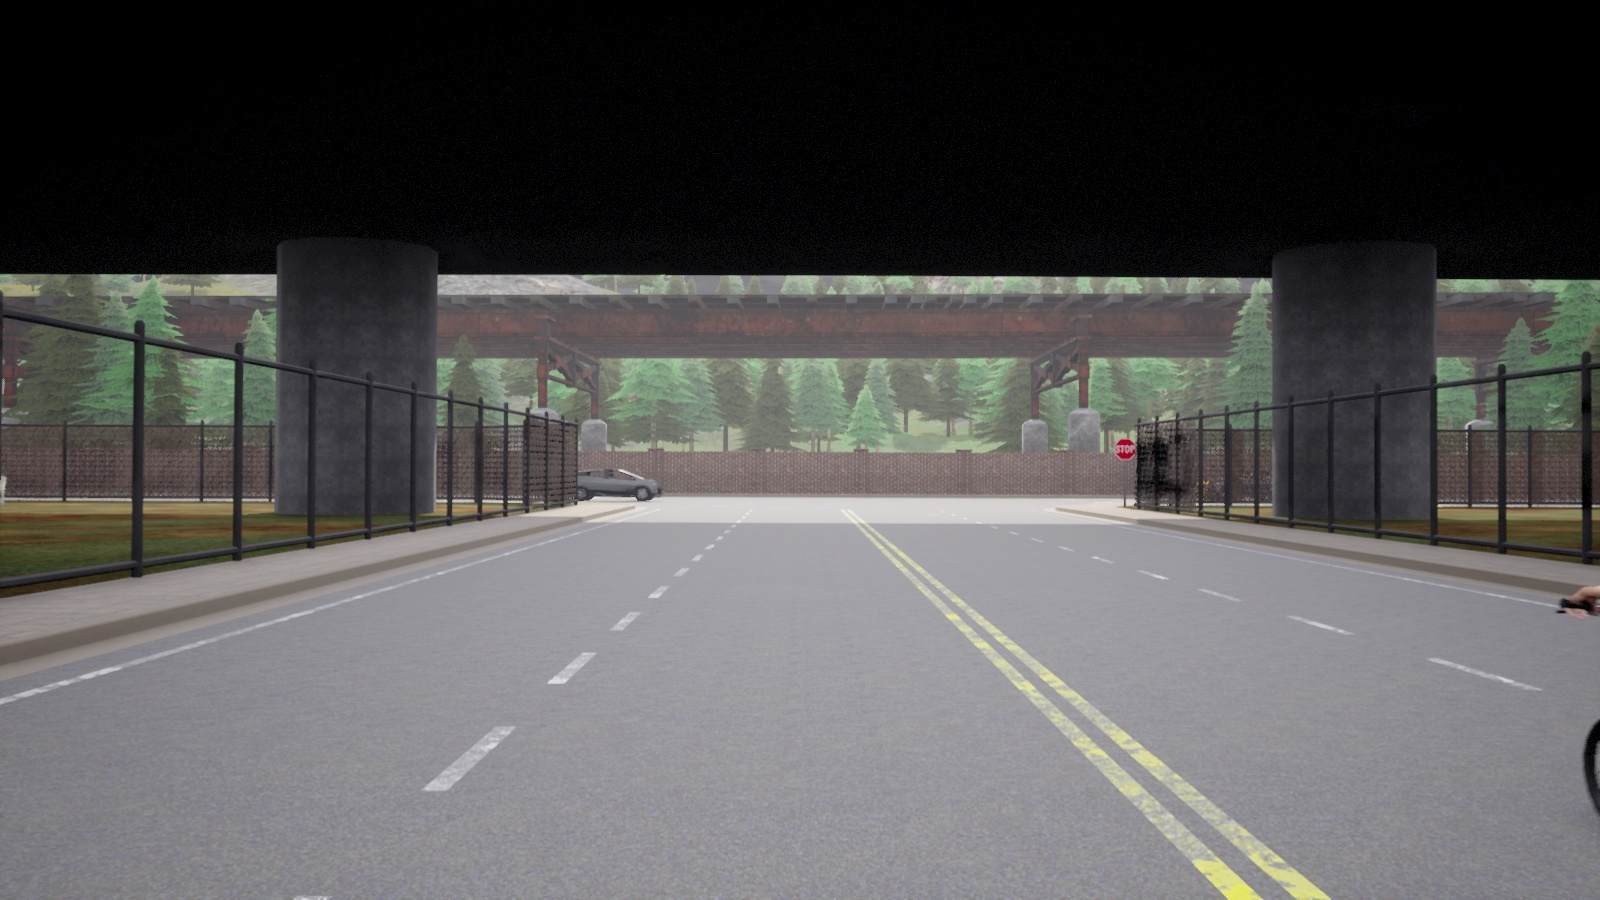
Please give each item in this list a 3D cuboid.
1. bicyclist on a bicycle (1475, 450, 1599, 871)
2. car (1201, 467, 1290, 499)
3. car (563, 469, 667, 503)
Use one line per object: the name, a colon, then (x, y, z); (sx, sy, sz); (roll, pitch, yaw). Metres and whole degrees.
bicyclist on a bicycle: (3.495, 0.805, 4.931); (0.866, 1.612, 1.509); (0, -1, 0)
car: (21.721, 1.592, 61.303); (3.705, 1.549, 1.789); (0, -1, 1)
car: (-8.529, 1.637, 58.241); (4.514, 1.525, 2.007); (0, -1, 0)
